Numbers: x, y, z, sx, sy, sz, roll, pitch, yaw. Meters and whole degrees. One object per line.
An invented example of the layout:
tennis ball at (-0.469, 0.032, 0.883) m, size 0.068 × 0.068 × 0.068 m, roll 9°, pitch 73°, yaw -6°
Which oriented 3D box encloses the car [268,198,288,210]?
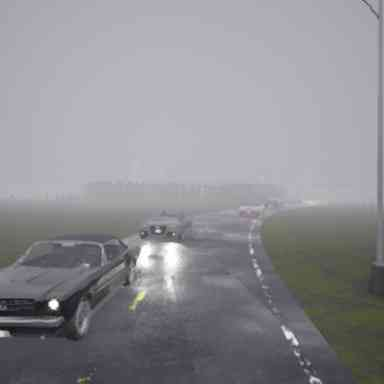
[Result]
car at (11.037, 1.540, 44.359) m, size 1.837 × 1.490 × 4.892 m, roll 0°, pitch 0°, yaw 27°

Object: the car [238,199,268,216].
car at (5.841, 1.596, 32.206) m, size 1.895 × 1.301 × 4.718 m, roll 0°, pitch 0°, yaw 19°

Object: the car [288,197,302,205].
car at (19.686, 1.686, 63.863) m, size 2.033 × 1.411 × 5.357 m, roll 0°, pitch 0°, yaw 32°

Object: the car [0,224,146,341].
car at (-2.424, 1.587, 6.651) m, size 1.895 × 1.301 × 4.718 m, roll 0°, pitch 0°, yaw 4°

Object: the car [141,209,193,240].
car at (-1.169, 1.543, 16.734) m, size 1.994 × 1.385 × 4.181 m, roll 0°, pitch 0°, yaw 10°
